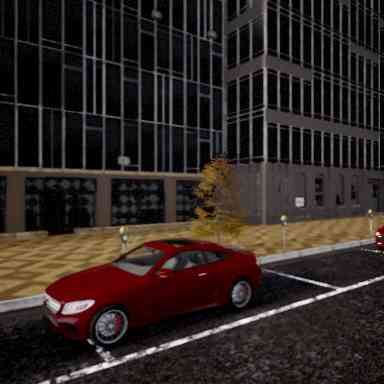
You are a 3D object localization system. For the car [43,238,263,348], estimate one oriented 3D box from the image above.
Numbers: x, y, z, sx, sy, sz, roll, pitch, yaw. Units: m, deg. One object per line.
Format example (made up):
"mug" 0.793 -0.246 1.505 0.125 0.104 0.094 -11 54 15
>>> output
"car" -0.478 1.570 6.212 4.206 1.307 1.802 0 0 -35

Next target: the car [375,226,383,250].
"car" 8.796 1.488 12.815 4.507 1.381 1.887 0 0 -35
